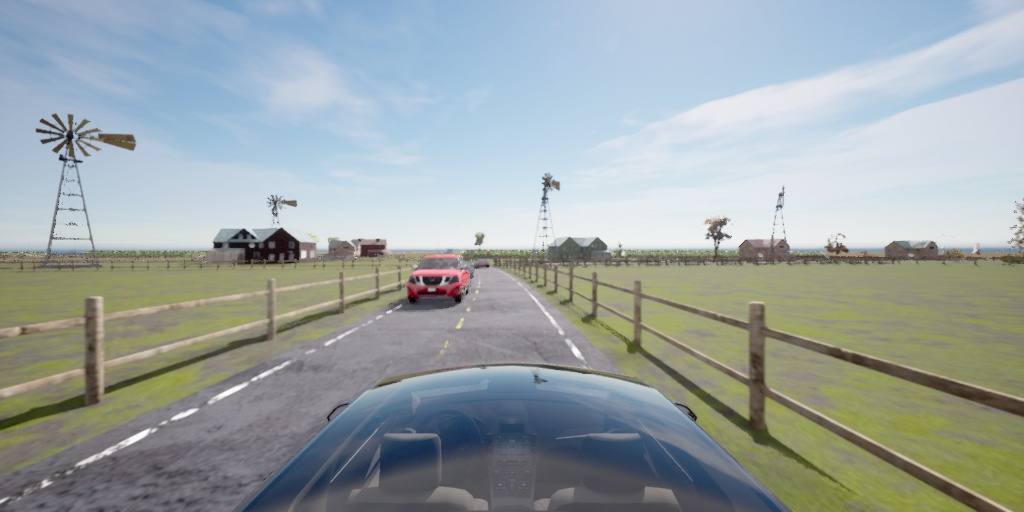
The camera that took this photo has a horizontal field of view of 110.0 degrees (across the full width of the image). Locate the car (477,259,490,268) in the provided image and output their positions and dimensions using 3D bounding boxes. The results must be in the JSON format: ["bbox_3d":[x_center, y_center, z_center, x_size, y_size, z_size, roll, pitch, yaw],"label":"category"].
[{"bbox_3d":[-4.551,1.120,55.026,1.994,1.385,4.181,0,0,-10],"label":"car"}]

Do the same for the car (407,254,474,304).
[{"bbox_3d":[-3.171,0.935,16.469,2.150,2.045,5.566,0,0,-2],"label":"car"}]

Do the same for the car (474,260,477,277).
[{"bbox_3d":[-4.171,1.187,31.107,1.812,1.442,4.674,0,0,-5],"label":"car"}]
